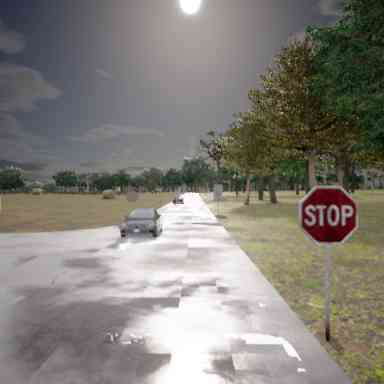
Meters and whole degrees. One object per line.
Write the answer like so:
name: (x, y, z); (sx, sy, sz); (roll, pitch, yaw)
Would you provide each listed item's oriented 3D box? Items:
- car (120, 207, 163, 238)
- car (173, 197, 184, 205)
car: (-2.622, 1.590, 18.199); (1.812, 1.442, 4.674); (0, 0, 0)
car: (-2.322, 1.452, 57.776); (1.895, 1.301, 4.718); (0, 1, 0)
